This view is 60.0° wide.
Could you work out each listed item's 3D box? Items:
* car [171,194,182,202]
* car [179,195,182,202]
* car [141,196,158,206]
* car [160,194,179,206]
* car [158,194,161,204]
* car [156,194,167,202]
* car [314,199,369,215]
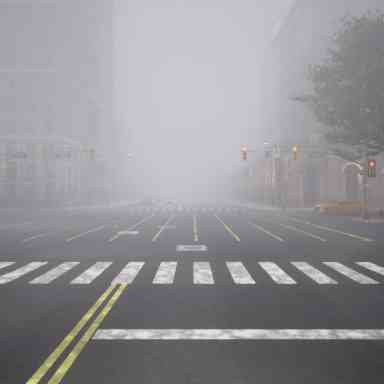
[{"bbox_3d":[-3.490,1.355,75.462,2.097,1.767,4.553,0,0,0],"label":"car"},{"bbox_3d":[-3.616,1.600,65.264,1.895,1.301,4.718,0,0,1],"label":"car"},{"bbox_3d":[-7.183,1.505,55.182,1.837,1.490,4.892,0,0,0],"label":"car"},{"bbox_3d":[-3.683,1.477,55.423,1.882,1.535,5.008,0,0,0],"label":"car"},{"bbox_3d":[-7.108,1.477,65.628,1.882,1.535,5.008,0,0,1],"label":"car"},{"bbox_3d":[-6.985,1.355,76.031,2.097,1.767,4.553,0,0,0],"label":"car"},{"bbox_3d":[14.729,1.477,32.903,5.008,1.535,1.882,0,0,0],"label":"car"}]
